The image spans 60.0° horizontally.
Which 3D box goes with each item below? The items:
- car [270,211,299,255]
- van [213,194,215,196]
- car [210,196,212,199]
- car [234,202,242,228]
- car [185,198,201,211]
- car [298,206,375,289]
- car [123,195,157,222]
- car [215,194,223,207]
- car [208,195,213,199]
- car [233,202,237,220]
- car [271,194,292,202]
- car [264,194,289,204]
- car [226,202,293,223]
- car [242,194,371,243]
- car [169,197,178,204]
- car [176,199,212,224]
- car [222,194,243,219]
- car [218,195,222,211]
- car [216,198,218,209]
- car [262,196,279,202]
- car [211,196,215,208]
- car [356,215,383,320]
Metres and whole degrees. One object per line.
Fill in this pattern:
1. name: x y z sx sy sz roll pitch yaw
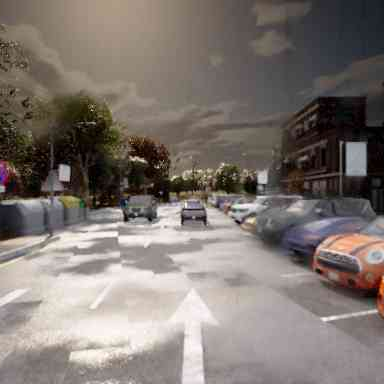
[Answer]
1. car: 5.327 1.534 11.373 4.674 1.452 2.002 1 0 -20
2. van: 5.527 1.359 44.449 4.442 1.987 1.878 1 0 -20
3. car: 5.421 1.634 47.406 4.674 1.452 2.002 1 0 -20
4. car: 5.175 1.497 17.309 5.366 1.575 1.946 1 0 -20
5. car: 0.138 1.568 42.279 1.882 1.535 5.008 0 0 0
6. car: 5.356 1.366 8.377 4.553 1.767 2.185 1 0 -20
7. car: -4.059 1.260 26.852 2.150 2.045 5.566 0 0 0
8. car: 5.442 1.436 38.401 4.553 1.767 2.185 1 0 -20
9. car: 5.240 1.600 50.347 5.366 1.575 1.946 1 0 -20
10. car: 5.330 1.538 20.367 4.792 1.488 2.163 1 0 -20
11. car: 24.027 1.516 89.571 2.435 2.045 5.566 0 -1 -21
12. car: 18.401 1.445 72.430 2.435 2.045 5.566 0 0 -21
13. car: 5.352 1.553 26.368 4.792 1.488 2.163 1 0 -20
14. car: 5.329 1.247 14.352 5.566 2.045 2.435 1 0 -20
15. car: -3.776 1.732 68.960 1.837 1.490 4.892 0 0 1
16. car: 0.125 1.525 24.966 2.128 1.511 4.902 0 0 0
17. car: 5.345 1.264 23.369 5.566 2.045 2.435 1 0 -20
18. car: 5.363 1.415 32.384 4.553 1.767 2.185 1 0 -20
19. car: 5.403 1.591 35.392 4.674 1.452 2.002 1 0 -20
20. car: 21.004 1.795 89.489 2.163 1.488 4.792 0 -1 -21
21. car: 5.405 1.572 41.403 5.008 1.535 2.097 1 0 -20
22. car: 5.348 1.363 5.376 4.553 1.767 2.185 1 0 -20
